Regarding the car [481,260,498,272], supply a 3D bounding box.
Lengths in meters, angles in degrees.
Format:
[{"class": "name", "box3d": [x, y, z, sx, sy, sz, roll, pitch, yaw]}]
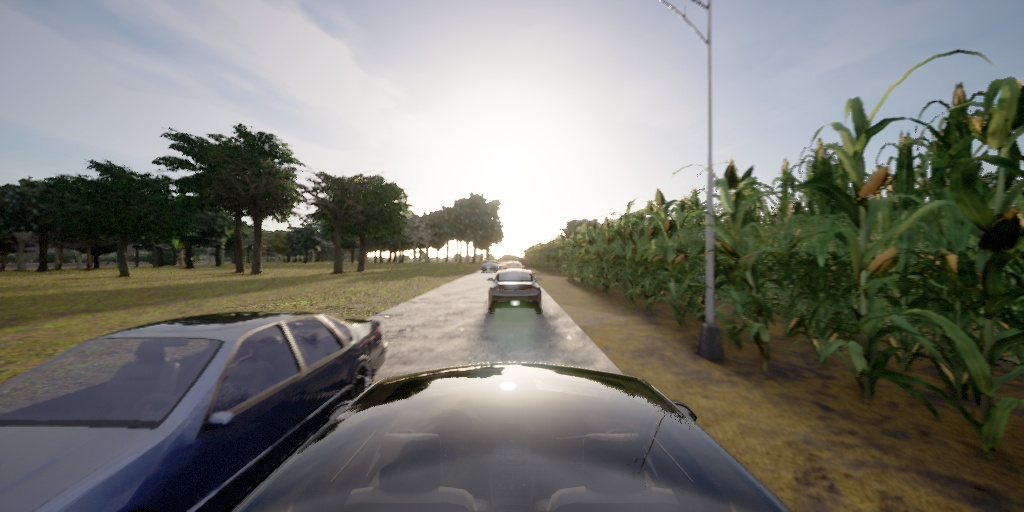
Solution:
[{"class": "car", "box3d": [-2.821, 1.251, 45.722, 2.128, 1.511, 4.902, 0, 0, 0]}]

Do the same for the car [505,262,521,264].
[{"class": "car", "box3d": [0.111, 1.228, 31.345, 1.882, 1.535, 5.008, 0, 0, 0]}]

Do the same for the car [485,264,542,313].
[{"class": "car", "box3d": [0.098, 1.251, 13.897, 1.837, 1.490, 4.892, 0, 0, 0]}]

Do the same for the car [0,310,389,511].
[{"class": "car", "box3d": [-2.849, 1.297, 3.364, 2.033, 1.411, 5.357, 0, 0, 0]}]
